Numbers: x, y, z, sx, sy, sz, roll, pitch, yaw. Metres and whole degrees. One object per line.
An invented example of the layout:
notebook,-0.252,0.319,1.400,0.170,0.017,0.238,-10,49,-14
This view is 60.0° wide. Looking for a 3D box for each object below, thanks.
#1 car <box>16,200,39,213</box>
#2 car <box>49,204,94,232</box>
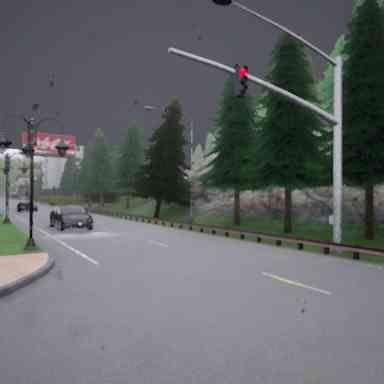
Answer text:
car,-19.114,1.657,38.530,1.994,1.385,4.181,1,-1,-32
car,-7.443,1.511,20.313,1.837,1.490,4.892,1,-1,-33
